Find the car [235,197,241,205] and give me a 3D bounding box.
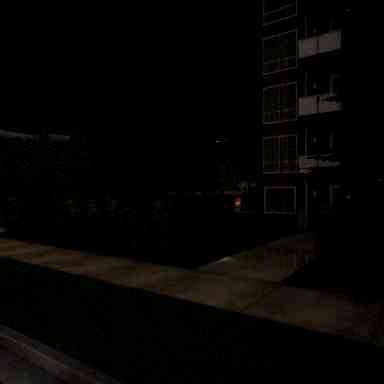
[{"bbox_3d":[9.336,1.478,58.051,1.882,1.535,5.008,0,0,36],"label":"car"}]
